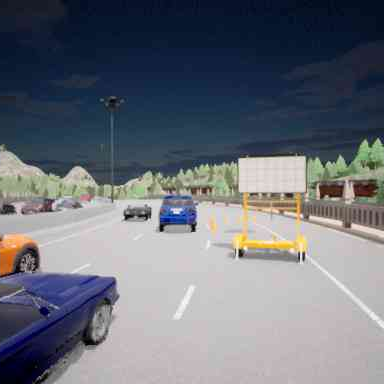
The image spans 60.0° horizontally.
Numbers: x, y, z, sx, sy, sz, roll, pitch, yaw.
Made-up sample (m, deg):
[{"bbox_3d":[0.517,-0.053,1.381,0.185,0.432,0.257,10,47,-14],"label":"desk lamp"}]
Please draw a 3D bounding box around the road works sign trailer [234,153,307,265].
[{"bbox_3d":[2.853,0.456,11.892,2.380,3.560,2.880,0,0,18],"label":"road works sign trailer"}]

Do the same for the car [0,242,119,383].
[{"bbox_3d":[-2.498,1.601,3.554,1.895,1.301,4.718,0,0,11],"label":"car"}]

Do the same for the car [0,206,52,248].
[{"bbox_3d":[-5.455,1.353,7.331,2.097,1.767,4.553,0,0,10],"label":"car"}]

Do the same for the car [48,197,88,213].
[{"bbox_3d":[-12.114,1.528,32.810,2.128,1.511,4.902,0,0,-7],"label":"car"}]

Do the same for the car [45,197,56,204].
[{"bbox_3d":[-30.520,1.747,71.870,1.895,1.301,4.718,0,0,-19],"label":"car"}]

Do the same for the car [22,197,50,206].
[{"bbox_3d":[-15.795,1.405,34.090,2.097,1.767,4.553,0,0,-8],"label":"car"}]

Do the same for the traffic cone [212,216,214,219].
[{"bbox_3d":[1.339,1.947,20.734,0.340,0.580,0.340,0,0,3],"label":"traffic cone"}]

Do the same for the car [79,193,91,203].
[{"bbox_3d":[-22.952,1.338,71.418,2.150,2.045,5.566,0,0,-19],"label":"car"}]

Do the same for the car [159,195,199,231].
[{"bbox_3d":[-0.797,1.218,20.814,2.150,2.045,5.566,0,0,1],"label":"car"}]

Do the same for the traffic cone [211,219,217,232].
[{"bbox_3d":[1.234,1.948,18.736,0.340,0.580,0.340,0,0,3],"label":"traffic cone"}]

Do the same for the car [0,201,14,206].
[{"bbox_3d":[-19.188,1.628,33.123,1.994,1.385,4.181,0,0,-8],"label":"car"}]

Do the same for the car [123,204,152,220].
[{"bbox_3d":[-4.419,1.608,27.655,1.895,1.301,4.718,0,0,-3],"label":"car"}]

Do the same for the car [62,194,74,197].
[{"bbox_3d":[-27.080,1.360,72.627,2.150,2.045,5.566,0,0,-19],"label":"car"}]

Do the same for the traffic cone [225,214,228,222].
[{"bbox_3d":[2.548,1.944,24.675,0.340,0.580,0.340,0,0,3],"label":"traffic cone"}]
